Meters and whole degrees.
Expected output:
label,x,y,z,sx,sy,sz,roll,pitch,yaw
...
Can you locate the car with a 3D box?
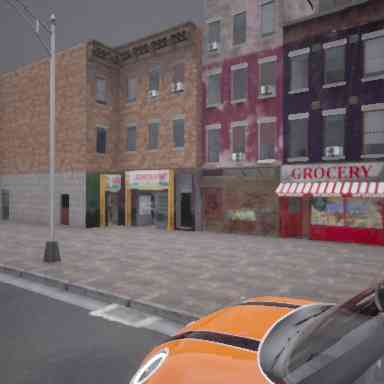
label,x,y,z,sx,sy,sz,roll,pitch,yaw
car,1.656,1.351,2.099,4.553,1.767,2.097,0,0,36
